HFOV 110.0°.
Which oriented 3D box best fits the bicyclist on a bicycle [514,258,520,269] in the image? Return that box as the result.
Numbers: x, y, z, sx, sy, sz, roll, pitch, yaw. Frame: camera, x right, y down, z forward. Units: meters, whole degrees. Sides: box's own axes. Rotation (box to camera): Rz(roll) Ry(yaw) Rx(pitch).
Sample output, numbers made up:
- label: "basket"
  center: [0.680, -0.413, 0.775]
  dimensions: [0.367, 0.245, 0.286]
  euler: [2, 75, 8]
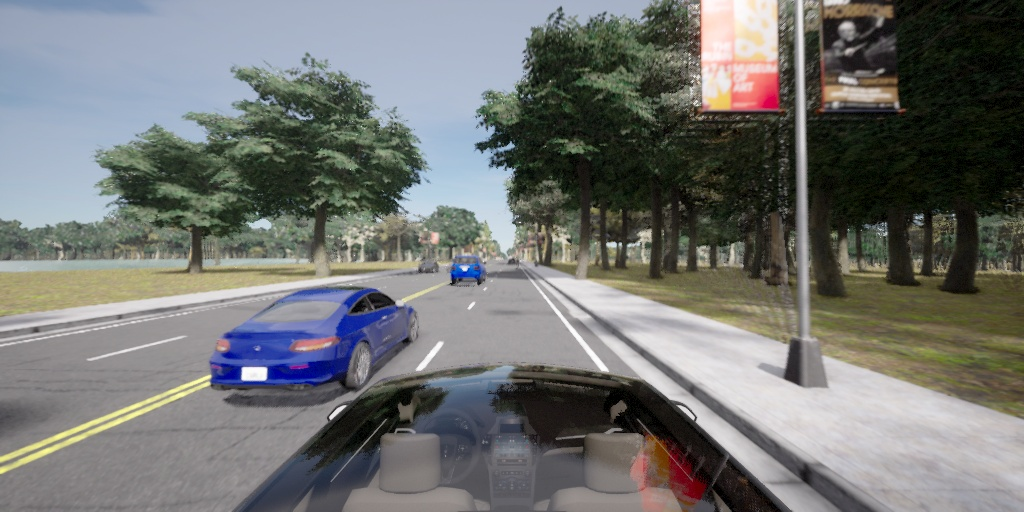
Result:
- label: "bicyclist on a bicycle"
  center: [0.876, 1.157, 56.011]
  dimensions: [0.659, 1.776, 1.843]
  euler: [0, 0, 0]

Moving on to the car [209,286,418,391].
- label: "car"
  center: [-3.153, 1.276, 6.690]
  dimensions: [1.812, 1.442, 4.674]
  euler: [0, 0, 0]

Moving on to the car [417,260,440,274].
- label: "car"
  center: [-9.848, 1.275, 42.620]
  dimensions: [1.837, 1.490, 4.892]
  euler: [0, 0, 0]

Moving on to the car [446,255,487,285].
- label: "car"
  center: [-3.159, 0.978, 26.563]
  dimensions: [2.150, 2.045, 5.566]
  euler: [0, 0, 0]
